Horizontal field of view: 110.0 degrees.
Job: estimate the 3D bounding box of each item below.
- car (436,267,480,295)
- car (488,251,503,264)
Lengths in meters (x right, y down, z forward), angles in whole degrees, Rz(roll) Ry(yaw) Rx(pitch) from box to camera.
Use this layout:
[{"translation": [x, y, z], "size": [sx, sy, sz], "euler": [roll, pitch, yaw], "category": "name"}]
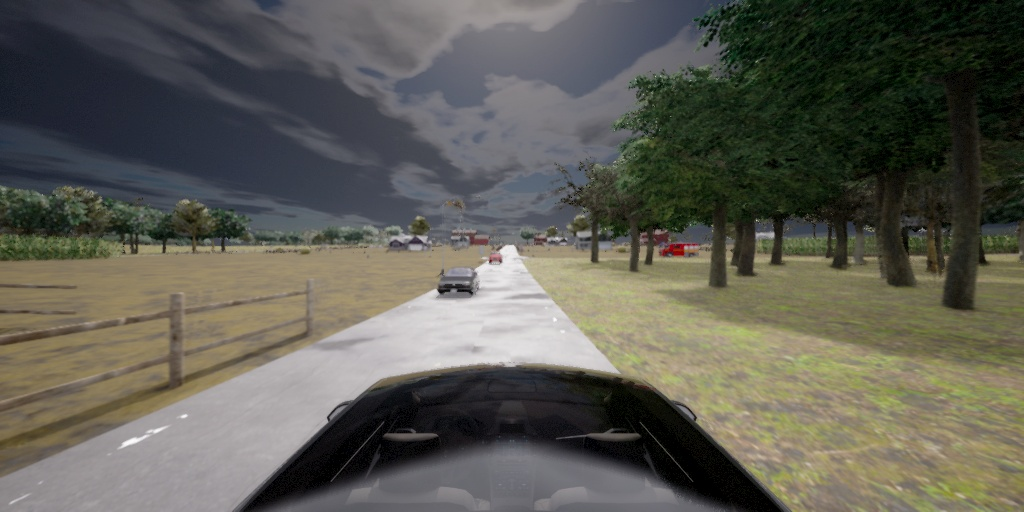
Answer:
[{"translation": [-2.859, 1.321, 20.278], "size": [2.033, 1.411, 5.357], "euler": [0, 0, 0], "category": "car"}, {"translation": [-2.811, 0.198, 61.680], "size": [2.150, 2.045, 5.566], "euler": [0, 2, 1], "category": "car"}]
